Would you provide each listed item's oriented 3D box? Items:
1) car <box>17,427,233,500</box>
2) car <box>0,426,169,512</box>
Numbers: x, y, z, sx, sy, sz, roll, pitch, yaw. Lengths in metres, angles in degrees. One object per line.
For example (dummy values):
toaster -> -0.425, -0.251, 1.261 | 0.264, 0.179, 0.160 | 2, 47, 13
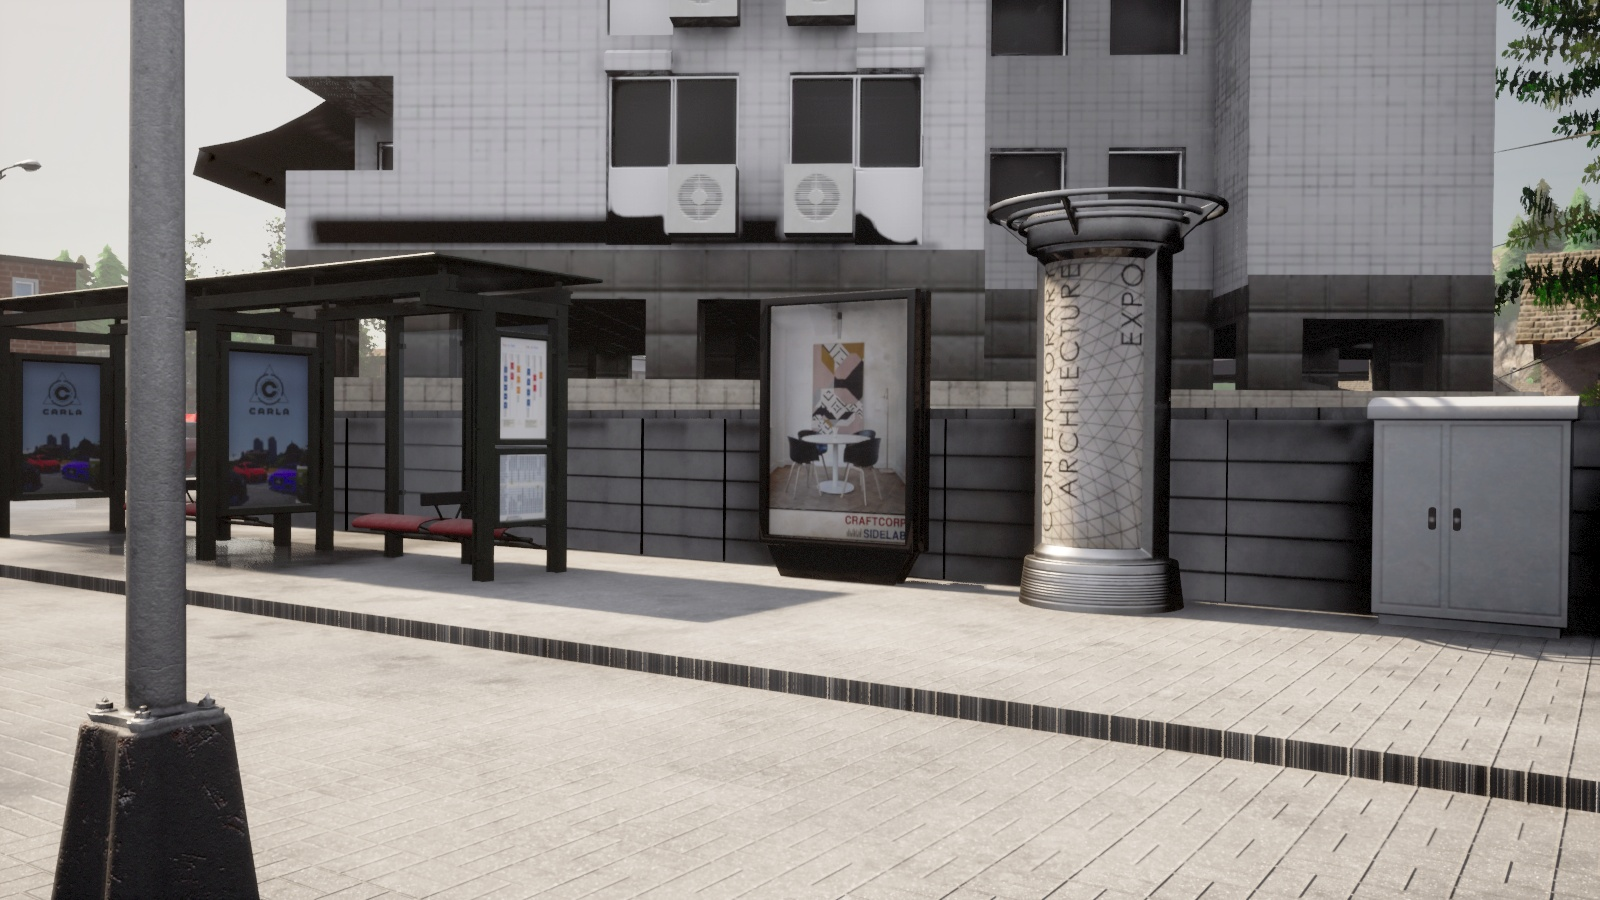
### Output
car -> -17.683, 0.298, 33.113 | 2.097, 1.767, 4.553 | 0, 1, 34
car -> -16.629, 0.365, 27.511 | 2.097, 1.767, 4.553 | 0, 1, 33
